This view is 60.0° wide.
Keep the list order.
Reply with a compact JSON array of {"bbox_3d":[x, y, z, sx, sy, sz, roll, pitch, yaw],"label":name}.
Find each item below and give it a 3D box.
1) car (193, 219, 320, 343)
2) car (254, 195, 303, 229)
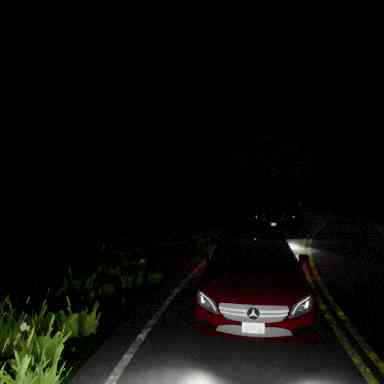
[{"bbox_3d":[1.232,1.534,6.679,1.812,1.442,4.674,-1,0,11],"label":"car"},{"bbox_3d":[5.007,1.215,18.849,2.150,2.045,5.566,-2,-1,22],"label":"car"}]
